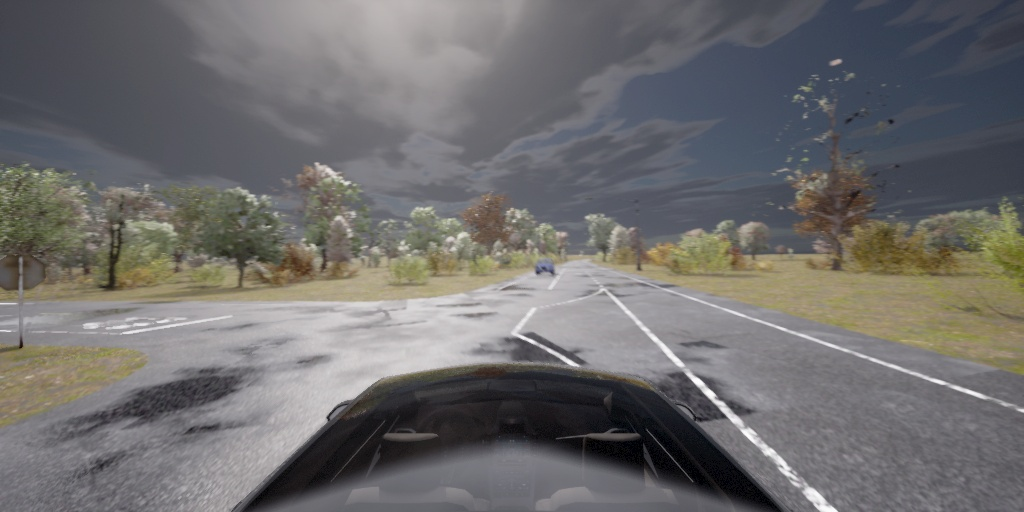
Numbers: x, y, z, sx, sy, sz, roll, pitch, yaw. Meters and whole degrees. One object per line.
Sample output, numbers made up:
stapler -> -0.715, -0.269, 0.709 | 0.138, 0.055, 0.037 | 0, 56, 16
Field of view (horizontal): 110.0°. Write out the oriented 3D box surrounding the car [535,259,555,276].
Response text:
car -> 4.134, 1.349, 44.327 | 2.150, 2.045, 5.566 | -1, -1, 10
